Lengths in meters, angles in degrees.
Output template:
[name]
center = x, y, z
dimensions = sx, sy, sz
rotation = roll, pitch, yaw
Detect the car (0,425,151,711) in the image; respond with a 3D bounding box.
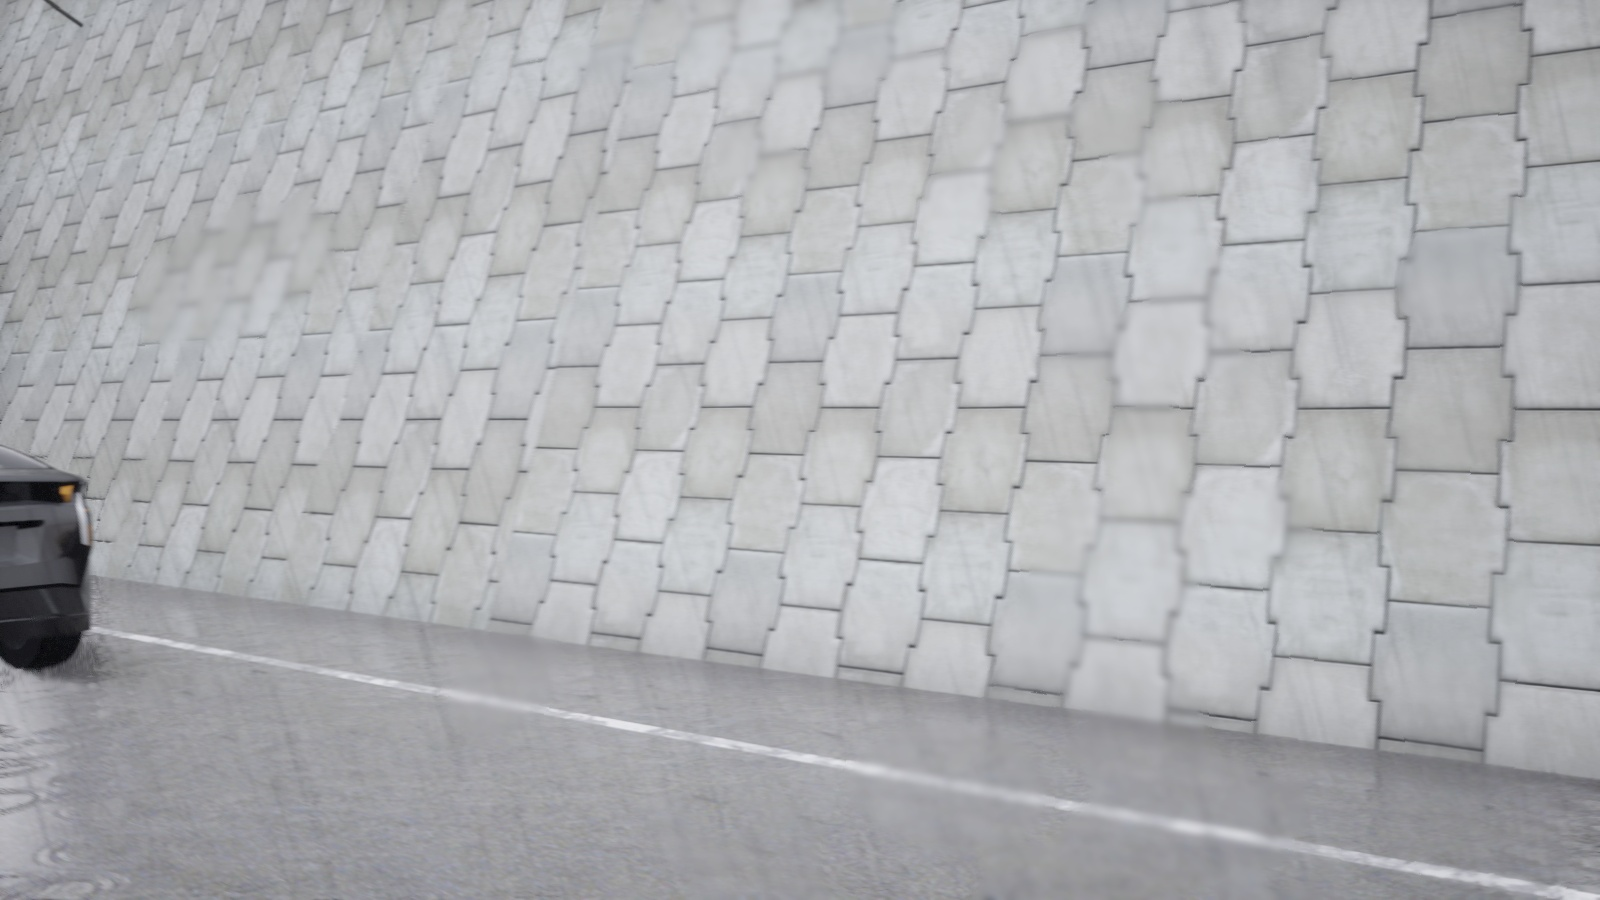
[car]
center = -6.255, 0.629, 7.778
dimensions = 4.514, 1.525, 2.007
rotation = 0, 1, 34
